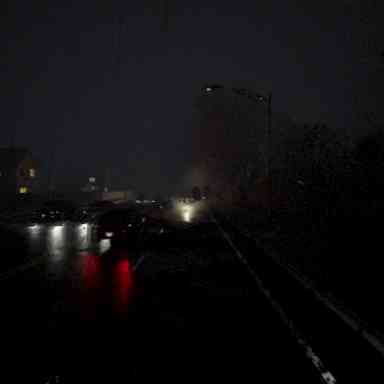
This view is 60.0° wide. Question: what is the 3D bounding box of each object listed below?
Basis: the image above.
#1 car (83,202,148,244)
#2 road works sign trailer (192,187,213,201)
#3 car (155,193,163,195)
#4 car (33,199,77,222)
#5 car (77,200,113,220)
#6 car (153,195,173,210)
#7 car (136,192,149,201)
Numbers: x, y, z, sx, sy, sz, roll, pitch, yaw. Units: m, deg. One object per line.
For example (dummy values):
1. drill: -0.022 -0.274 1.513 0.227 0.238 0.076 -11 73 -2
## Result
1. car: -3.148 1.399 14.946 1.812 1.442 4.674 0 0 0
2. road works sign trailer: 1.276 0.379 57.033 2.880 2.380 3.560 -11 -7 40
3. car: -6.499 0.946 65.887 2.033 1.411 5.357 0 1 0
4. car: -9.846 1.297 24.461 1.837 1.490 4.892 0 0 0
5. car: -6.596 1.317 24.553 1.812 1.442 4.674 0 0 0
6. car: -3.146 1.284 36.564 1.895 1.301 4.718 0 1 0
7. car: -9.751 0.759 65.746 2.097 1.767 4.553 0 0 0
